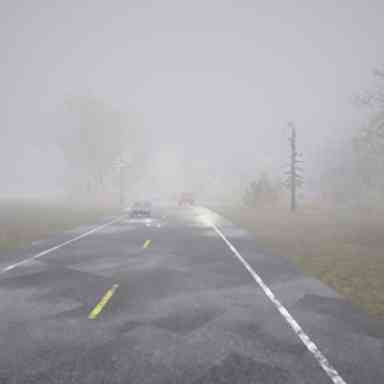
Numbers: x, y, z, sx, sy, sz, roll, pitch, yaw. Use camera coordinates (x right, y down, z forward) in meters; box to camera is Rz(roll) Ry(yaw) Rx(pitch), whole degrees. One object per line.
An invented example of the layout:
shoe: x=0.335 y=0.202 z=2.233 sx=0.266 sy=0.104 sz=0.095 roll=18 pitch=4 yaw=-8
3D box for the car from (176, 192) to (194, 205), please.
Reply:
car: x=-0.976 y=1.004 z=51.786 sx=2.150 sy=2.045 sz=5.566 roll=0 pitch=0 yaw=-5

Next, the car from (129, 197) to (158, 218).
car: x=-4.344 y=1.444 z=29.275 sx=2.033 sy=1.411 sz=5.357 roll=0 pitch=0 yaw=-3

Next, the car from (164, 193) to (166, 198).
car: x=-6.590 y=0.933 z=90.394 sx=2.033 sy=1.411 sz=5.357 roll=0 pitch=0 yaw=-8

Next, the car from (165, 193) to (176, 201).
car: x=-4.117 y=1.098 z=71.250 sx=1.837 sy=1.490 sz=4.892 roll=0 pitch=0 yaw=-7

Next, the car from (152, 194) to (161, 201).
car: x=-7.564 y=1.132 z=70.424 sx=1.882 sy=1.535 sz=5.008 roll=0 pitch=0 yaw=-6
